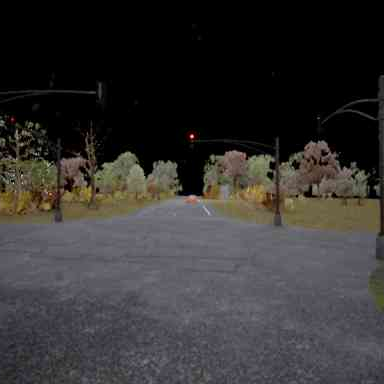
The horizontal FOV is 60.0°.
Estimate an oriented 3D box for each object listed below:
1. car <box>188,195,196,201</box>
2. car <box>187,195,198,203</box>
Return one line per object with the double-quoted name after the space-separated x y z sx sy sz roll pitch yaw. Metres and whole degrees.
0.070 1.398 78.060 1.812 1.442 4.674 0 0 0 "car"
0.061 1.379 68.024 2.097 1.767 4.553 0 0 0 "car"
